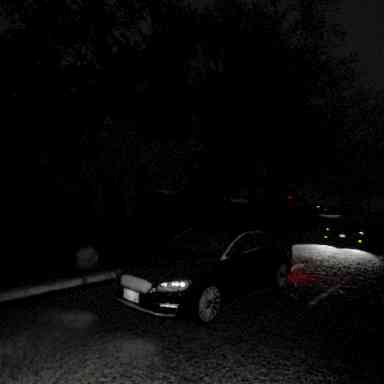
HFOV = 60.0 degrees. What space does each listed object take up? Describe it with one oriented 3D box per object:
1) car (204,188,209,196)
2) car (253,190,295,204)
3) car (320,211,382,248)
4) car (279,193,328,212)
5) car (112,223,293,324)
[{"bbox_3d":[0.350,-0.255,49.609,4.902,1.511,2.128,7,2,41],"label":"car"},{"bbox_3d":[10.141,0.640,41.308,5.566,2.045,2.150,7,2,41],"label":"car"},{"bbox_3d":[7.946,1.803,16.318,1.994,1.385,4.181,3,1,39],"label":"car"},{"bbox_3d":[11.802,1.303,34.750,1.812,1.442,4.674,4,3,-37],"label":"car"},{"bbox_3d":[0.574,1.488,7.326,2.128,1.511,4.902,3,1,40],"label":"car"}]
